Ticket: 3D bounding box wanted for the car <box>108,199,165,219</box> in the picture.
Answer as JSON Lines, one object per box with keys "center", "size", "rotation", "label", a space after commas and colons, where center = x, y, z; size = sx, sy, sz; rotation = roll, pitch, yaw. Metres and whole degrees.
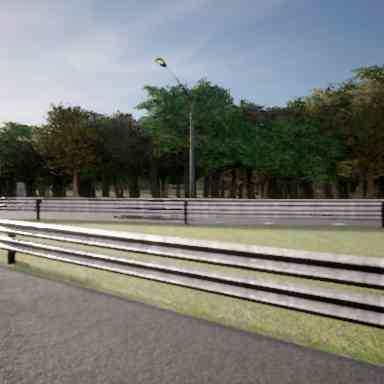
{"center": [-4.081, 1.240, 24.797], "size": [4.181, 1.385, 1.994], "rotation": [0, 0, 18], "label": "car"}
